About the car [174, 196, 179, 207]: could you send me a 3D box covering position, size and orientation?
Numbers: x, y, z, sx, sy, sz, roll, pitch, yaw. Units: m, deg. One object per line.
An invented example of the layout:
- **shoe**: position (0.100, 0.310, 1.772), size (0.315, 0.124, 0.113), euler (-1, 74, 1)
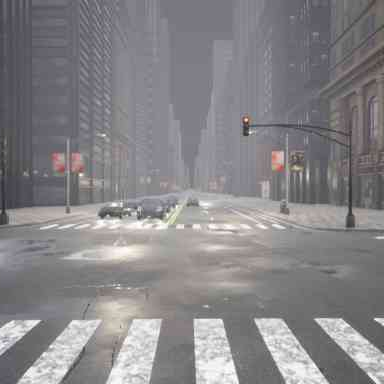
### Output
- **car**: position (-3.329, 1.529, 47.414), size (1.994, 1.385, 4.181), euler (0, 0, 0)

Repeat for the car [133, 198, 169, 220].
- **car**: position (-3.333, 1.337, 28.040), size (2.097, 1.767, 4.553), euler (0, 0, 0)

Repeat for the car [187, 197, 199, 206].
- **car**: position (0.117, 1.506, 52.310), size (2.033, 1.411, 5.357), euler (0, 0, 0)

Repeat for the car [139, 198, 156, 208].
- **car**: position (-6.575, 1.564, 49.483), size (1.895, 1.301, 4.718), euler (0, 0, 0)

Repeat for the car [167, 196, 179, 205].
- **car**: position (-3.286, 1.454, 57.788), size (1.837, 1.490, 4.892), euler (0, 0, 0)

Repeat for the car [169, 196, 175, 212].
- **car**: position (-3.328, 1.523, 37.515), size (2.033, 1.411, 5.357), euler (0, 0, 0)

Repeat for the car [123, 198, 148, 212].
- **car**: position (-6.576, 1.522, 39.397), size (2.033, 1.411, 5.357), euler (0, 0, 0)

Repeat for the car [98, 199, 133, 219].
- **car**: position (-6.557, 1.531, 29.298), size (2.033, 1.411, 5.357), euler (0, 0, 4)
